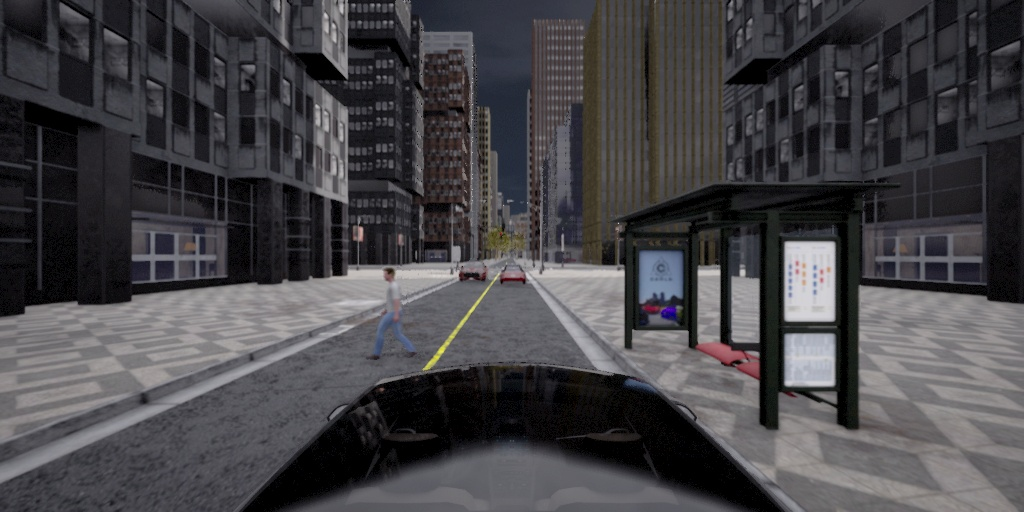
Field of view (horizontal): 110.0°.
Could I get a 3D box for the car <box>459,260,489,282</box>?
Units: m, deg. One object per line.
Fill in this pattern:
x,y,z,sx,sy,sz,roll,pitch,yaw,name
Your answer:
-3.100,1.169,29.727,2.097,1.767,4.553,0,0,0,car

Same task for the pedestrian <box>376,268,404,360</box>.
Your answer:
-2.346,1.057,6.909,0.375,1.860,0.375,0,0,-10,pedestrian

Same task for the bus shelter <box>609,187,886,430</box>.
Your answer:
3.134,0.636,5.890,1.920,2.740,3.880,0,0,0,bus shelter

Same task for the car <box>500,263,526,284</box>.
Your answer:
0.081,1.377,27.887,1.994,1.385,4.181,0,0,0,car
